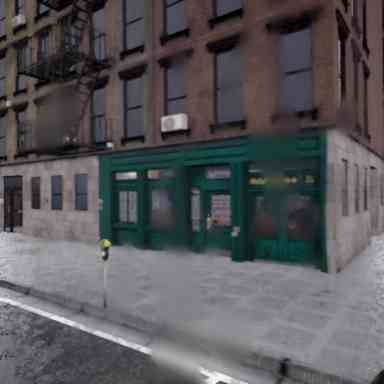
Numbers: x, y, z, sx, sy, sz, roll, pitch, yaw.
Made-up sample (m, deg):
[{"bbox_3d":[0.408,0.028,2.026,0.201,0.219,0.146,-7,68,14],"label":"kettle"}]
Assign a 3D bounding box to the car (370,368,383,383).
[{"bbox_3d":[3.253,1.450,0.951,5.008,1.535,1.882,-1,-1,36],"label":"car"}]
